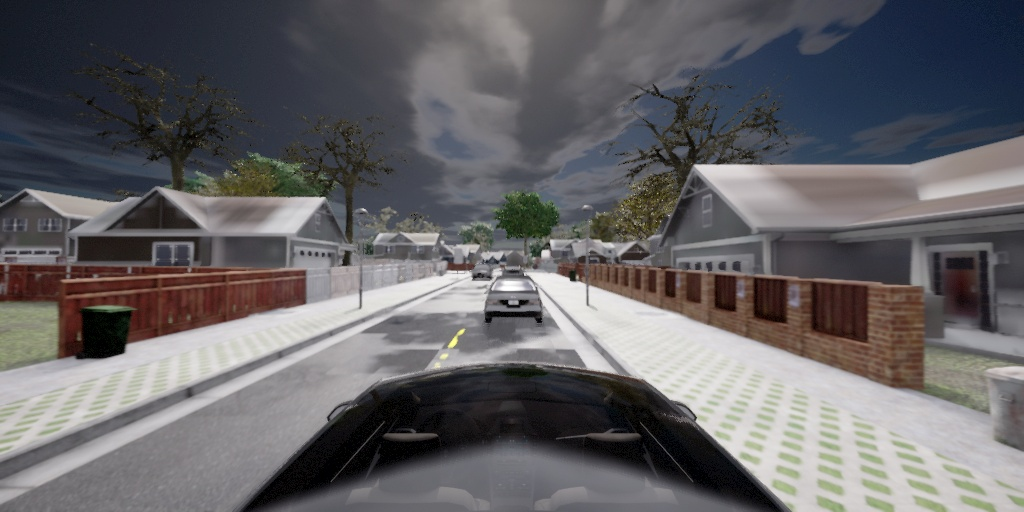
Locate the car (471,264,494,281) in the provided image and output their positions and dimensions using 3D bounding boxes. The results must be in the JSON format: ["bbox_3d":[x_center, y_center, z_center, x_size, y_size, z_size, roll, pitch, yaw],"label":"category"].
[{"bbox_3d":[-2.840,1.569,35.031,1.837,1.490,4.892,0,-1,0],"label":"car"}]

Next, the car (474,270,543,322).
[{"bbox_3d":[0.059,1.377,12.600,2.033,1.411,5.357,0,0,0],"label":"car"}]

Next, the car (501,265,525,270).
[{"bbox_3d":[0.079,1.523,31.217,1.837,1.490,4.892,0,-1,0],"label":"car"}]
